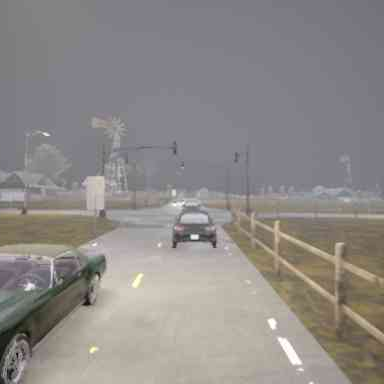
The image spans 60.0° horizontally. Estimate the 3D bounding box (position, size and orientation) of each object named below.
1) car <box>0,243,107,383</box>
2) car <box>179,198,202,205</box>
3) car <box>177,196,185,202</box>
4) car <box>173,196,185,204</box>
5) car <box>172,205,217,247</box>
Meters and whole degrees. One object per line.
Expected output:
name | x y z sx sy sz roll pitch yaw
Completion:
car | -2.840 1.595 5.251 1.895 1.301 4.718 0 0 0
car | -0.013 1.530 30.588 1.812 1.442 4.674 0 0 0
car | -2.751 1.729 83.259 1.837 1.490 4.892 0 0 0
car | -2.756 1.738 67.753 1.895 1.301 4.718 0 0 0
car | 0.101 1.522 14.800 1.812 1.442 4.674 0 0 0
